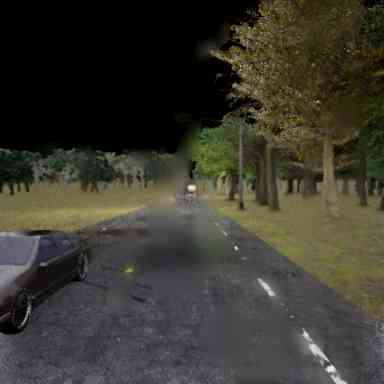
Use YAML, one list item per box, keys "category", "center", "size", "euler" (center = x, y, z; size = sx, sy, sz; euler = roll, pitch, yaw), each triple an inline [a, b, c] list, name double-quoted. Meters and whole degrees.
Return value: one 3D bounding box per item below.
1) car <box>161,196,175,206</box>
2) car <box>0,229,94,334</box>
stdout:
- category: "car"
  center: [-3.564, 1.322, 49.918]
  size: [1.882, 1.535, 5.008]
  euler: [0, 0, 0]
- category: "car"
  center: [-3.601, 1.534, 6.970]
  size: [2.033, 1.411, 5.357]
  euler: [0, 0, 0]
